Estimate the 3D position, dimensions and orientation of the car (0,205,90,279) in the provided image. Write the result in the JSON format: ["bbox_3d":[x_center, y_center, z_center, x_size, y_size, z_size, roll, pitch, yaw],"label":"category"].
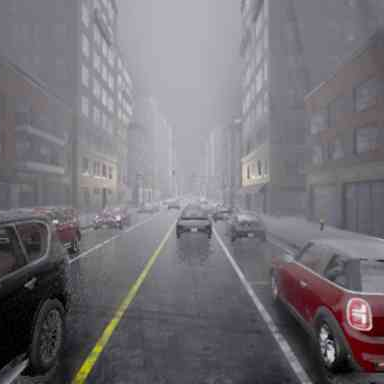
[{"bbox_3d":[-5.383,1.426,11.406,2.192,1.841,5.009,0,-1,0],"label":"car"}]

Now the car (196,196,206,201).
[{"bbox_3d":[2.676,2.290,77.770,2.008,1.369,4.403,0,-1,0],"label":"car"}]

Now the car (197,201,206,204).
[{"bbox_3d":[0.113,1.898,34.660,1.994,1.385,4.181,0,-1,0],"label":"car"}]

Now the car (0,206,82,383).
[{"bbox_3d":[-2.848,1.249,2.730,2.150,2.045,5.566,0,-1,0],"label":"car"}]

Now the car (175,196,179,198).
[{"bbox_3d":[-5.365,2.331,93.992,1.967,1.590,4.097,0,-1,0],"label":"car"}]

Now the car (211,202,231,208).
[{"bbox_3d":[2.651,1.841,28.447,1.947,1.339,4.313,0,-1,0],"label":"car"}]

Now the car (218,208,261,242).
[{"bbox_3d":[2.645,1.717,17.085,2.008,1.369,4.403,0,-1,0],"label":"car"}]

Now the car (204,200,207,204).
[{"bbox_3d":[2.656,1.910,39.979,1.752,1.417,4.829,0,-1,0],"label":"car"}]

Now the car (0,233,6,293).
[{"bbox_3d":[-5.385,1.622,5.722,1.947,1.339,4.313,0,-1,0],"label":"car"}]

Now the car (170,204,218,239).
[{"bbox_3d":[0.107,1.671,18.609,2.128,1.511,4.902,0,-1,0],"label":"car"}]

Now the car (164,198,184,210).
[{"bbox_3d":[-2.727,2.037,51.280,2.033,1.411,5.357,0,-1,0],"label":"car"}]

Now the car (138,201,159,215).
[{"bbox_3d":[-5.369,1.965,39.811,1.802,1.307,4.206,0,-1,0],"label":"car"}]

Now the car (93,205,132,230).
[{"bbox_3d":[-5.377,1.661,22.768,1.967,1.590,4.097,0,-1,0],"label":"car"}]

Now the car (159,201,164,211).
[{"bbox_3d":[-5.366,1.988,45.493,2.008,1.369,4.403,0,-1,0],"label":"car"}]

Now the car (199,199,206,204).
[{"bbox_3d":[2.684,2.422,88.582,1.802,1.307,4.206,0,-1,0],"label":"car"}]

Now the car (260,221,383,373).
[{"bbox_3d":[2.640,1.497,5.724,1.967,1.590,4.097,0,-1,0],"label":"car"}]
